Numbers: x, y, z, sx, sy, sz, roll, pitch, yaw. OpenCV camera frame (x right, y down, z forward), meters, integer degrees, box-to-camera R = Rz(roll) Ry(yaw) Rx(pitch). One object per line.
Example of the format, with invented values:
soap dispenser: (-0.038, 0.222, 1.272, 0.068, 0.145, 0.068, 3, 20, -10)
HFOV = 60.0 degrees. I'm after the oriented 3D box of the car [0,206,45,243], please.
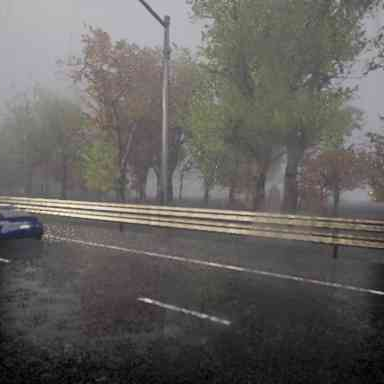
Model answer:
car: (-8.037, 1.256, 13.884, 4.181, 1.385, 1.994, 1, 1, 35)
